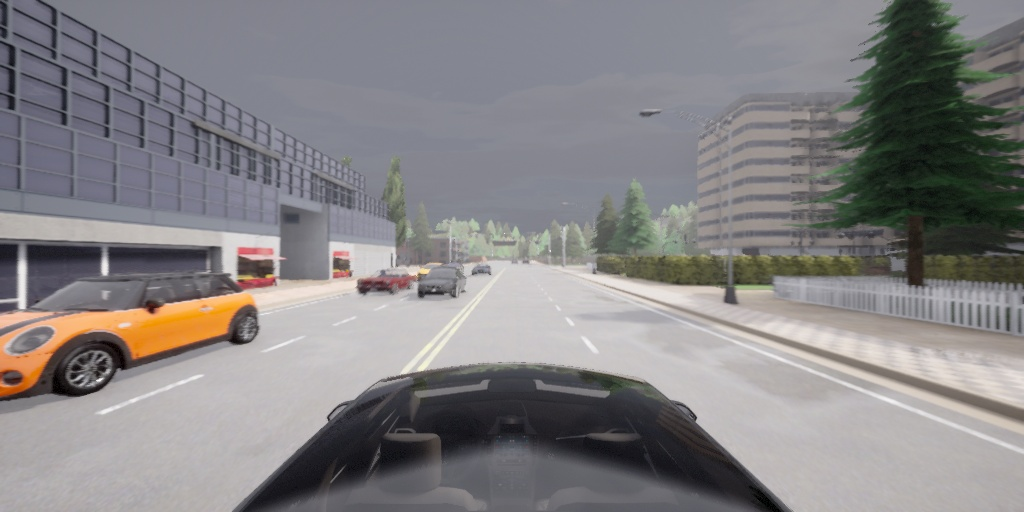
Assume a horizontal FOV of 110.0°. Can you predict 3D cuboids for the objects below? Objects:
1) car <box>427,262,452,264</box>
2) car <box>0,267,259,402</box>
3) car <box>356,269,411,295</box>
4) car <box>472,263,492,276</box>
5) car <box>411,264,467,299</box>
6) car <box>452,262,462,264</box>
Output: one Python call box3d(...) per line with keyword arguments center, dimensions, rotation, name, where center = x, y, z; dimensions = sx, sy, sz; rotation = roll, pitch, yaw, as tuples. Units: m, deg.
box3d(center=(-6.808, 1.341, 31.301), dimensions=(1.882, 1.535, 5.008), rotation=(0, 0, 0), name="car")
box3d(center=(-7.097, 1.118, 6.614), dimensions=(2.097, 1.767, 4.553), rotation=(0, 0, 1), name="car")
box3d(center=(-6.983, 1.420, 20.300), dimensions=(1.895, 1.301, 4.718), rotation=(0, 0, 0), name="car")
box3d(center=(-3.275, 1.463, 39.941), dimensions=(1.994, 1.385, 4.181), rotation=(0, 0, 1), name="car")
box3d(center=(-3.488, 1.321, 18.548), dimensions=(1.837, 1.490, 4.892), rotation=(0, -1, 1), name="car")
box3d(center=(-6.725, 1.454, 42.608), dimensions=(2.033, 1.411, 5.357), rotation=(0, 0, 0), name="car")
